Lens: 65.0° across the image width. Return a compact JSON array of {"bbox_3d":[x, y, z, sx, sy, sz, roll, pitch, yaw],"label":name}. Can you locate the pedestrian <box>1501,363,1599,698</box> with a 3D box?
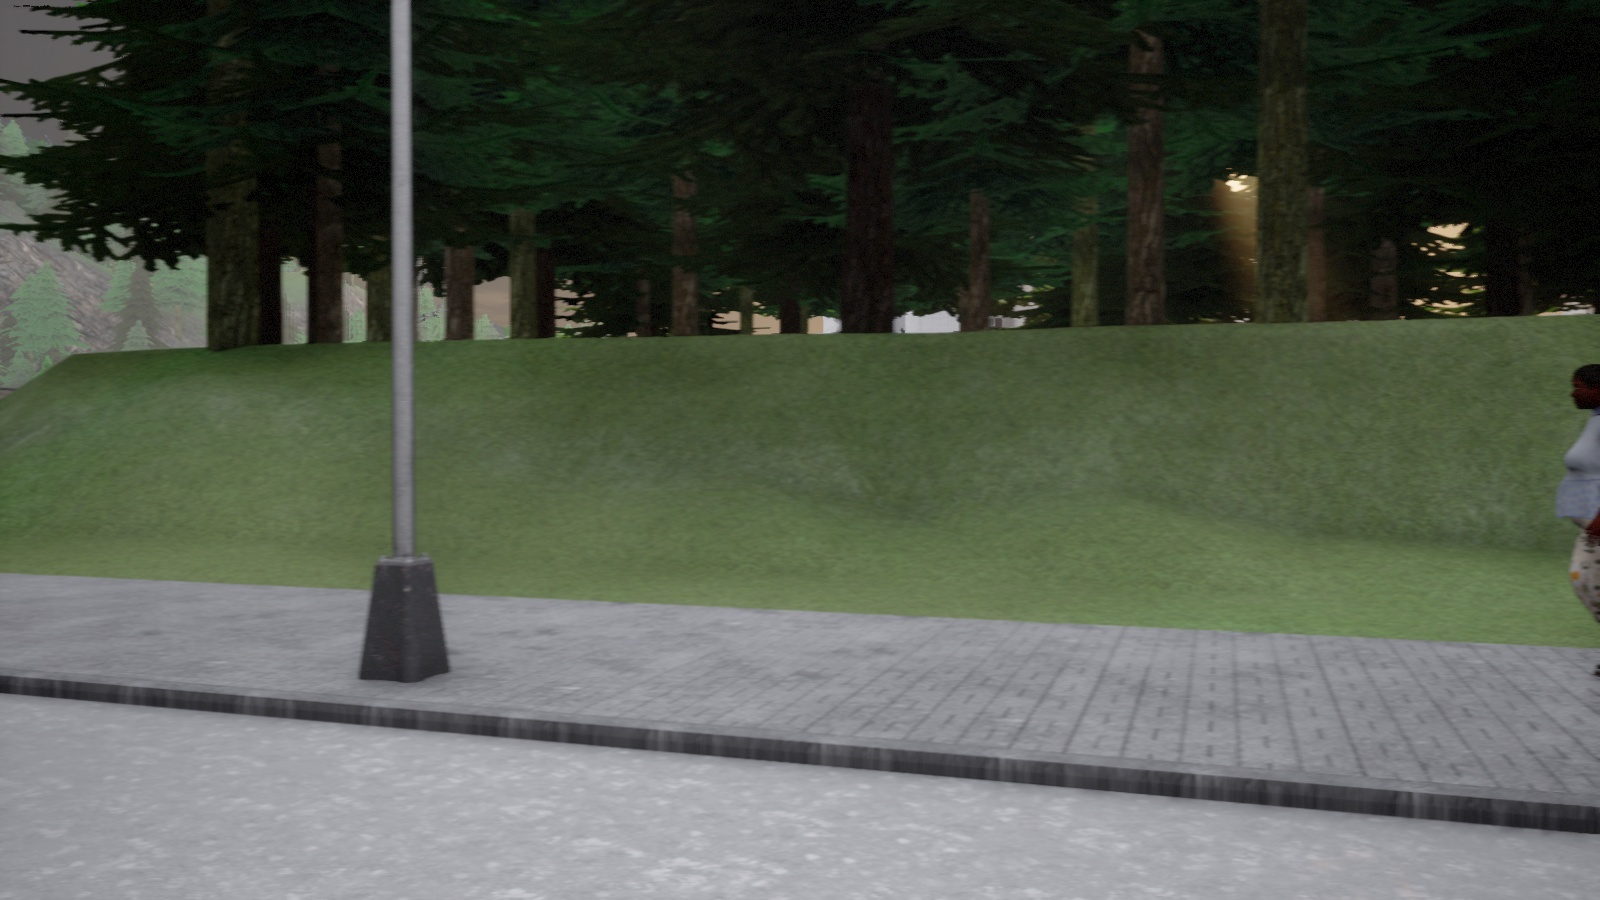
[{"bbox_3d":[4.623,0.440,7.330,0.900,1.855,0.874,1,1,29],"label":"pedestrian"}]
